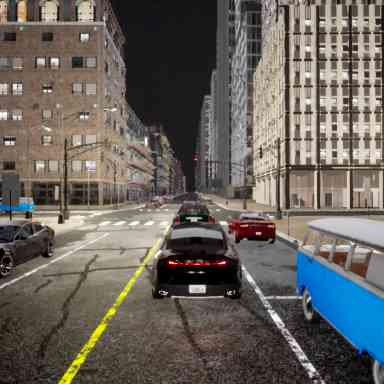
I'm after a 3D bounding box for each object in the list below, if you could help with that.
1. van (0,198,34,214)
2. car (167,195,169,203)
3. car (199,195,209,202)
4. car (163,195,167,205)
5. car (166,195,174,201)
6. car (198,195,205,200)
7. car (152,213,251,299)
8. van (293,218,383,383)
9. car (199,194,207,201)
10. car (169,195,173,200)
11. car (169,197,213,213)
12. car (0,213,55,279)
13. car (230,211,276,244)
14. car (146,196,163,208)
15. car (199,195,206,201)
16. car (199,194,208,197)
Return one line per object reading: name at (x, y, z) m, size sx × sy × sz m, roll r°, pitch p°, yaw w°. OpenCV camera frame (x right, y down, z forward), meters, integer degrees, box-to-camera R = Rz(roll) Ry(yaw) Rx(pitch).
van at (-19.737, 1.525, 37.021) m, size 3.998 × 1.788 × 1.690 m, roll 0°, pitch 0°, yaw 1°
car at (-5.681, 1.562, 59.454) m, size 1.802 × 1.307 × 4.206 m, roll 1°, pitch 0°, yaw 0°
car at (2.699, 1.513, 76.406) m, size 2.008 × 1.369 × 4.403 m, roll 1°, pitch 0°, yaw 0°
car at (-5.679, 1.426, 53.803) m, size 1.967 × 1.590 × 4.097 m, roll 1°, pitch 0°, yaw 0°
car at (-5.680, 1.475, 87.542) m, size 1.752 × 1.417 × 4.829 m, roll 1°, pitch 0°, yaw 0°
car at (2.699, 1.524, 93.362) m, size 1.802 × 1.307 × 4.206 m, roll 1°, pitch 0°, yaw 0°
car at (0.100, 1.506, 8.433) m, size 1.837 × 1.490 × 4.892 m, roll 0°, pitch 0°, yaw 0°
van at (2.701, 1.342, 4.553) m, size 1.690 × 1.788 × 3.998 m, roll 1°, pitch 0°, yaw 0°
car at (2.701, 1.396, 82.059) m, size 1.967 × 1.590 × 4.097 m, roll 1°, pitch 0°, yaw 0°
car at (-5.681, 1.519, 70.756) m, size 2.008 × 1.369 × 4.403 m, roll 1°, pitch 0°, yaw 0°
car at (0.070, 1.352, 17.526) m, size 2.097 × 1.767 × 4.553 m, roll 0°, pitch 0°, yaw -1°
car at (-5.683, 1.567, 10.135) m, size 1.947 × 1.339 × 4.313 m, roll 1°, pitch 0°, yaw 0°
car at (2.698, 1.545, 15.706) m, size 1.887 × 1.381 × 4.507 m, roll 1°, pitch 0°, yaw 0°
car at (-5.682, 1.573, 48.150) m, size 1.802 × 1.307 × 4.206 m, roll 1°, pitch 0°, yaw 0°
car at (2.700, 1.475, 87.880) m, size 1.752 × 1.417 × 4.829 m, roll 1°, pitch 0°, yaw 0°
car at (2.699, 1.531, 59.453) m, size 2.008 × 1.369 × 4.403 m, roll 1°, pitch 0°, yaw 0°
